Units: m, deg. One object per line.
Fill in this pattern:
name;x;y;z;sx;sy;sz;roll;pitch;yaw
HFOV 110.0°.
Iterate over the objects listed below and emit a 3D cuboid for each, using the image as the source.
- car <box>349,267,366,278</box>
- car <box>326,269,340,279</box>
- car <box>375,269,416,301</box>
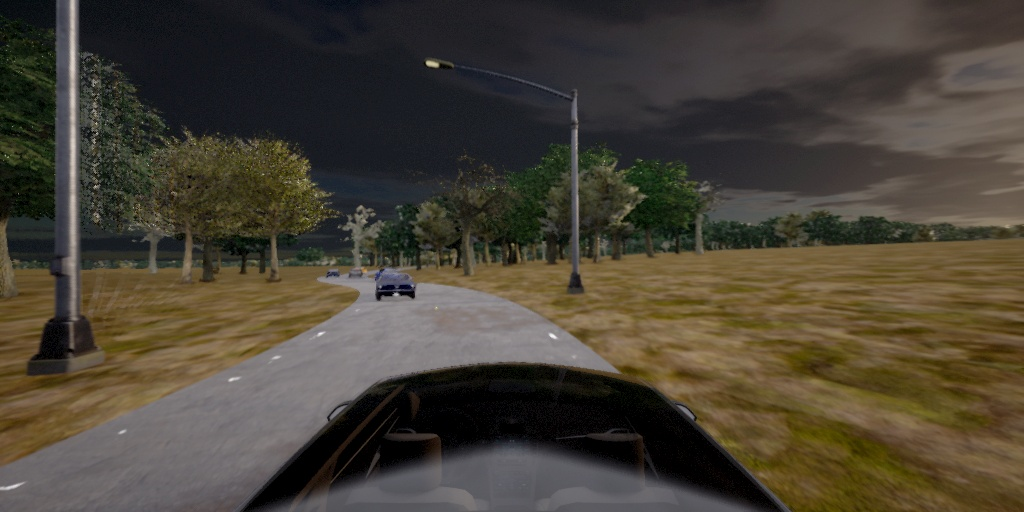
car;-23.851;2.555;54.773;2.128;1.511;4.902;0;-2;-23
car;-26.752;2.608;53.696;2.033;1.411;5.357;0;-2;-26
car;-6.138;1.546;18.893;1.895;1.301;4.718;0;-1;-20
